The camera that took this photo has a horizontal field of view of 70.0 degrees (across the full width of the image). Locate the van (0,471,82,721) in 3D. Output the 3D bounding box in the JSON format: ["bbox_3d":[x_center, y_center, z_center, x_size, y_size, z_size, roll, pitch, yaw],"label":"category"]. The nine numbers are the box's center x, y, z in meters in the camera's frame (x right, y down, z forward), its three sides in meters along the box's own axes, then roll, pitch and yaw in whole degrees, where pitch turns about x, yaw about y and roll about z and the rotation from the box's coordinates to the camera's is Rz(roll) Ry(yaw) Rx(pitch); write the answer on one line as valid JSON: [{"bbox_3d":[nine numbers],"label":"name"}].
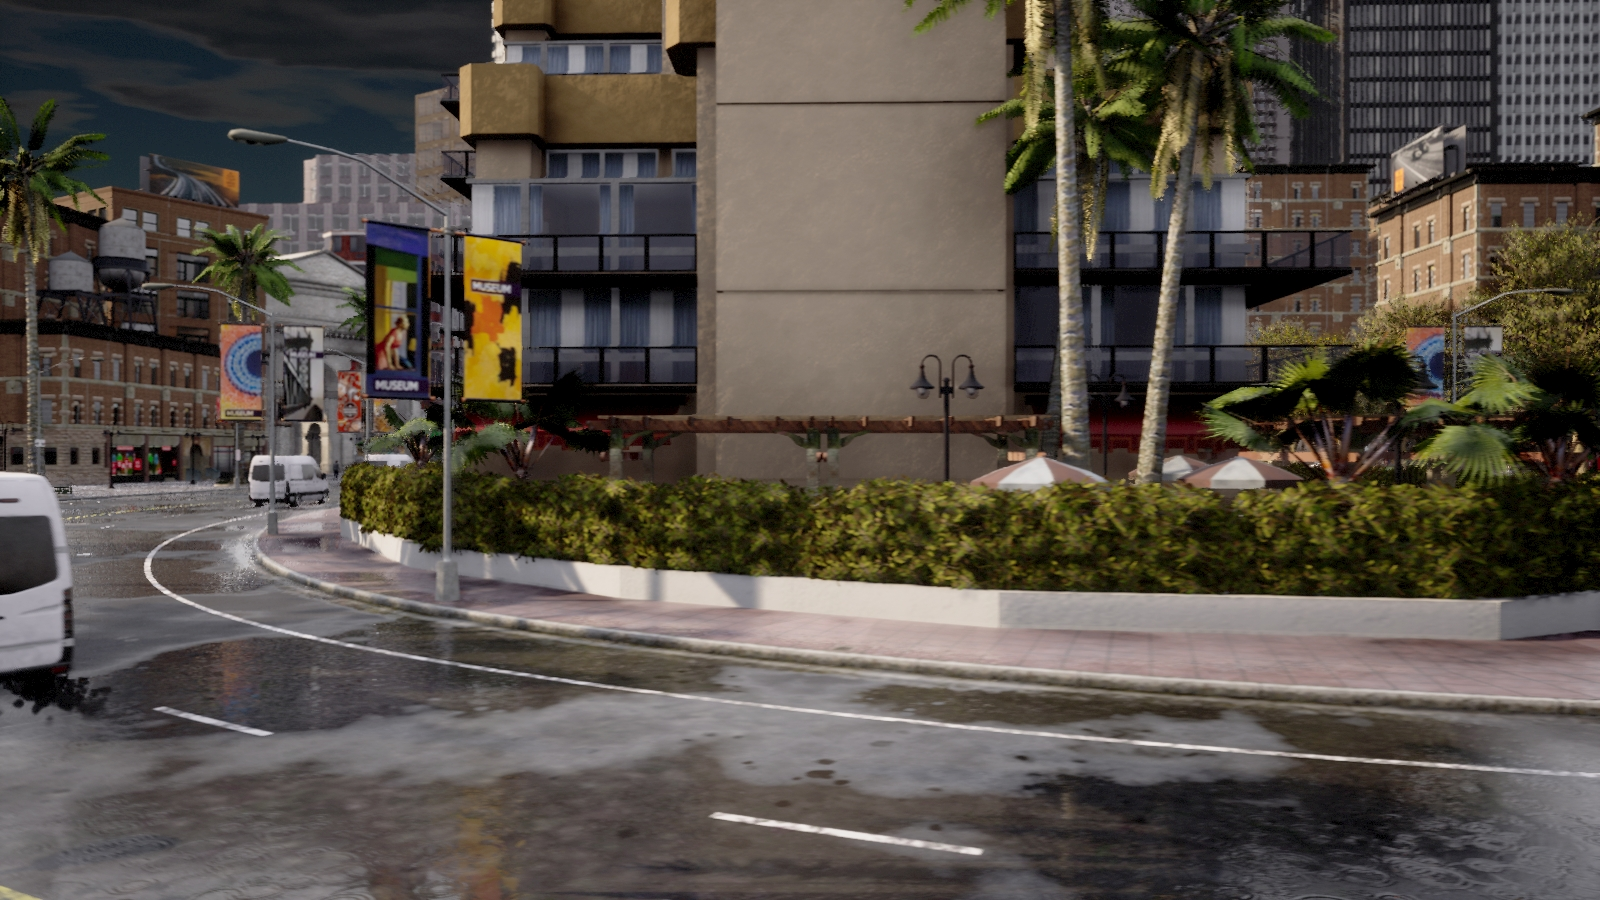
[{"bbox_3d":[-10.764,1.539,13.578,5.915,2.561,1.988,0,0,39],"label":"van"}]

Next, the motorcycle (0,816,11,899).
[{"bbox_3d":[-4.627,2.215,5.236,2.033,1.145,0.803,0,-1,28],"label":"motorcycle"}]

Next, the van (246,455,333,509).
[{"bbox_3d":[-25.773,1.556,57.914,1.988,2.561,5.915,0,0,-3],"label":"van"}]
